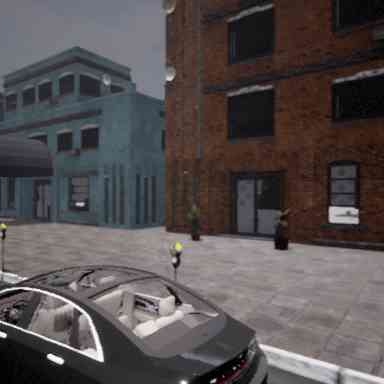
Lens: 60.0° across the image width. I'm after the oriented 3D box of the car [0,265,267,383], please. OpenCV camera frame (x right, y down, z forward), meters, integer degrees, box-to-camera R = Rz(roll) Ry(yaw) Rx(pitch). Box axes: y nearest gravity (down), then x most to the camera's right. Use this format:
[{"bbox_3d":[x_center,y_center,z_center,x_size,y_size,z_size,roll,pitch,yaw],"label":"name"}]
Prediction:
[{"bbox_3d":[-1.354,1.556,3.838,4.403,1.369,2.008,0,0,35],"label":"car"}]
